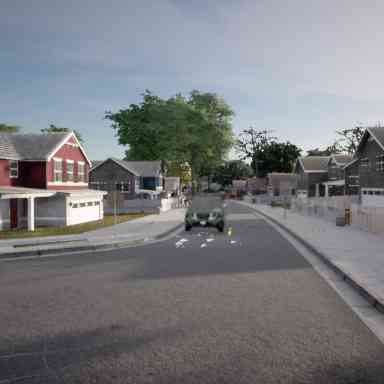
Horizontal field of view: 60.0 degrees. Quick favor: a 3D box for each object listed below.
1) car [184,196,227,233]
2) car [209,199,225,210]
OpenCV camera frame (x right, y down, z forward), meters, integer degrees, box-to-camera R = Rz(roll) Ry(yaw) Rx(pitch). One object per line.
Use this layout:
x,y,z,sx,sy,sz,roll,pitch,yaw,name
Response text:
0.929,1.262,20.278,2.150,2.045,5.566,0,0,7,car
3.414,1.638,45.142,1.994,1.385,4.181,0,0,4,car
